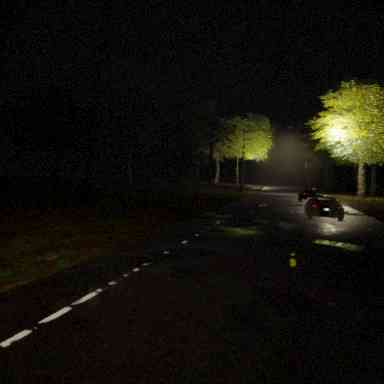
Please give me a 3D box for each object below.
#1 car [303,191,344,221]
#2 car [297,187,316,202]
[{"bbox_3d":[8.090,0.886,20.450,1.994,1.385,4.181,3,3,17],"label":"car"},{"bbox_3d":[12.705,0.275,36.404,1.837,1.490,4.892,3,3,16],"label":"car"}]
